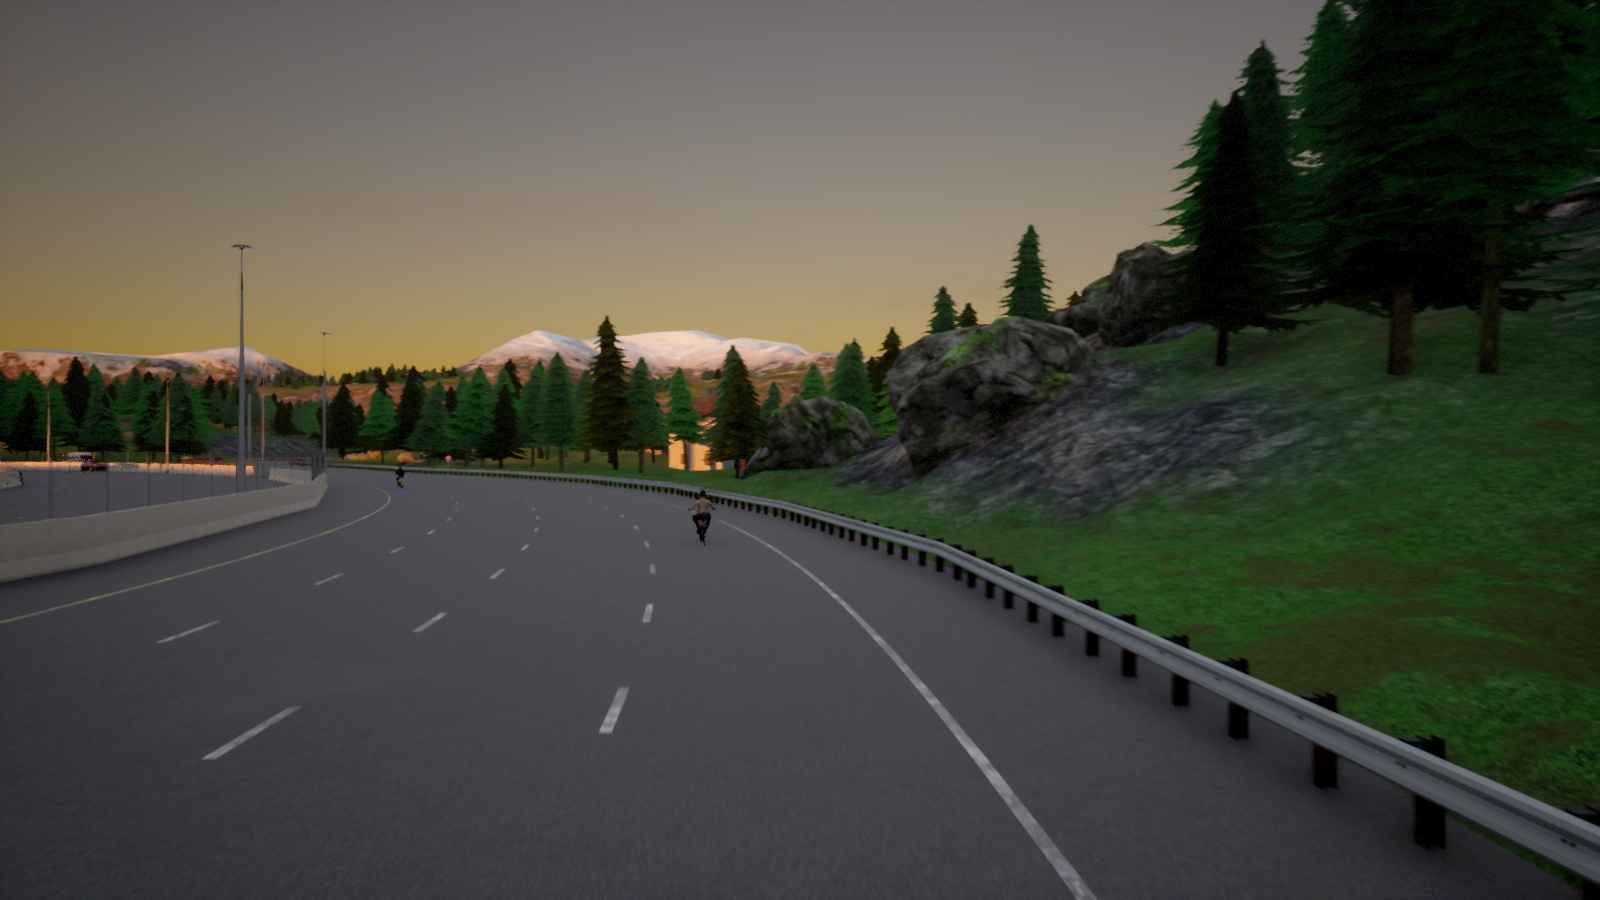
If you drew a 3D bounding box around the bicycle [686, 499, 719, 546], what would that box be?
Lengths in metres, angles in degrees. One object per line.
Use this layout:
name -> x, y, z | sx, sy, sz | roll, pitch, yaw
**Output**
bicycle -> -2.913, 2.152, 34.097 | 0.859, 1.295, 1.487 | 0, 0, -9
